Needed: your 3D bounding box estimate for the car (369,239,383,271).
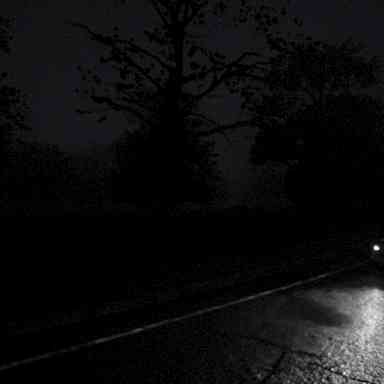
[{"bbox_3d":[7.040,1.585,9.808,4.718,1.301,1.895,0,0,-41],"label":"car"}]
